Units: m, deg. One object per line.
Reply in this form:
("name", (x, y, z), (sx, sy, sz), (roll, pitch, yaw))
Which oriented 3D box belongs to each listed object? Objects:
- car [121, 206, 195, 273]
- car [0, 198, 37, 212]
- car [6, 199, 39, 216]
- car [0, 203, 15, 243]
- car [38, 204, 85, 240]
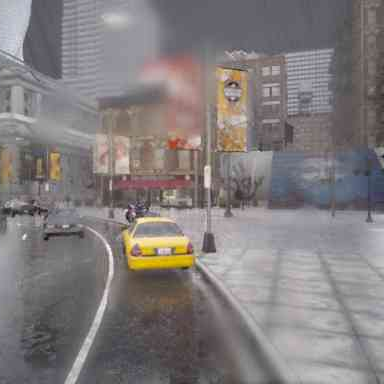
("car", (-1.291, 1.454, 10.787), (1.801, 1.575, 5.366), (0, 0, -14))
("car", (-20.128, 1.496, 38.354), (4.674, 1.452, 2.002), (0, 0, 37))
("car", (-16.125, 1.515, 30.733), (1.812, 1.442, 4.674), (0, 0, -44))
("car", (-9.782, 1.485, 15.527), (2.128, 1.511, 4.902), (0, 0, -24))
("car", (-6.583, 1.556, 16.945), (2.033, 1.411, 5.357), (0, 0, -24))
